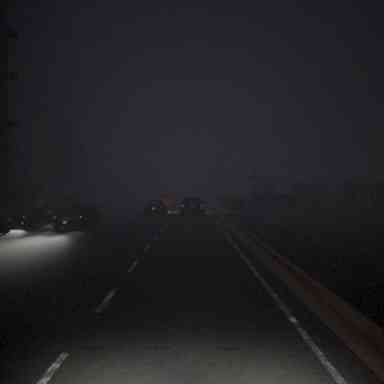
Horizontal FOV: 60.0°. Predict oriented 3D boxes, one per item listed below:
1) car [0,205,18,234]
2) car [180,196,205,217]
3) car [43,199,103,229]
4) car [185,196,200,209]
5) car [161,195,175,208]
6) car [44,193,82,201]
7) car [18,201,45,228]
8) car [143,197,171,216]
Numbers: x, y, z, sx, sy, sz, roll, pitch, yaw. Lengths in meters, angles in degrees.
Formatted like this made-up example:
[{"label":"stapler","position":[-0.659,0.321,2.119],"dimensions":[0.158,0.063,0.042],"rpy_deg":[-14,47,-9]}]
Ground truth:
[{"label":"car","position":[-10.579,1.493,15.933],"dimensions":[1.994,1.385,4.181],"rpy_deg":[0,0,0]},{"label":"car","position":[0.026,1.222,29.499],"dimensions":[2.097,1.767,4.553],"rpy_deg":[0,0,0]},{"label":"car","position":[-6.998,1.402,20.747],"dimensions":[2.128,1.511,4.902],"rpy_deg":[0,0,0]},{"label":"car","position":[0.069,1.314,43.742],"dimensions":[1.837,1.490,4.892],"rpy_deg":[0,1,0]},{"label":"car","position":[-3.426,1.153,45.119],"dimensions":[2.097,1.767,4.553],"rpy_deg":[0,0,0]},{"label":"car","position":[-10.543,1.102,27.145],"dimensions":[2.150,2.045,5.566],"rpy_deg":[0,0,0]},{"label":"car","position":[-10.493,1.472,21.176],"dimensions":[1.994,1.385,4.181],"rpy_deg":[0,0,0]},{"label":"car","position":[-3.389,1.426,31.388],"dimensions":[1.994,1.385,4.181],"rpy_deg":[0,0,0]}]
